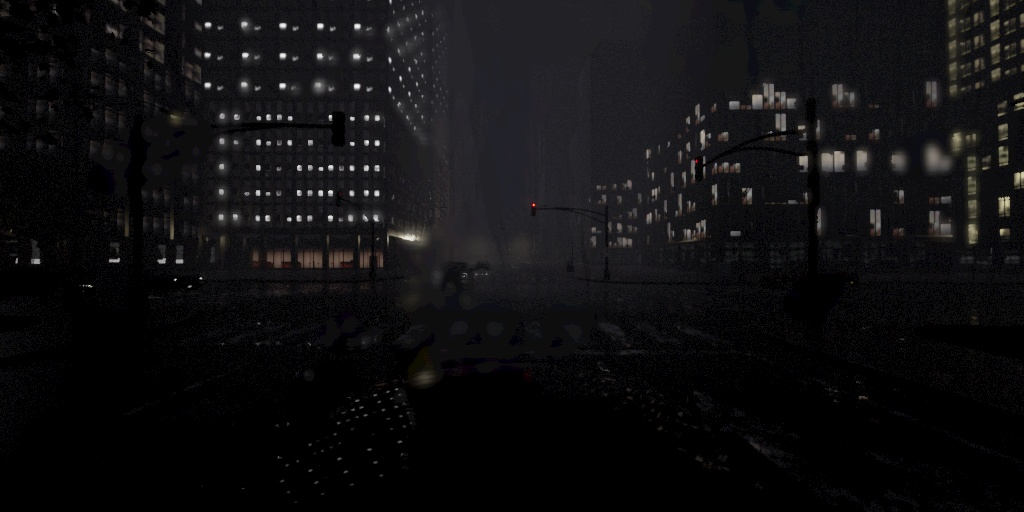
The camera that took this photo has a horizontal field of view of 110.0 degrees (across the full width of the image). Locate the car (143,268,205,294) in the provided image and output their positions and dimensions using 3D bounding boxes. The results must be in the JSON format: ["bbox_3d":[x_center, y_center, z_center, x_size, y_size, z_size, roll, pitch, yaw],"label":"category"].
[{"bbox_3d":[-19.306,1.304,19.099,4.718,1.301,1.895,0,-1,2],"label":"car"}]

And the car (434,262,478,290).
[{"bbox_3d":[-3.458,1.136,22.216,2.097,1.767,4.553,0,-1,-1],"label":"car"}]

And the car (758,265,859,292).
[{"bbox_3d":[17.187,1.279,20.964,5.008,1.535,1.882,-1,-1,2],"label":"car"}]

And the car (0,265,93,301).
[{"bbox_3d":[-20.241,1.157,15.879,4.892,1.490,1.837,1,-1,2],"label":"car"}]

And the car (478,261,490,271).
[{"bbox_3d":[-3.949,1.331,48.071,1.895,1.301,4.718,0,0,-1],"label":"car"}]
